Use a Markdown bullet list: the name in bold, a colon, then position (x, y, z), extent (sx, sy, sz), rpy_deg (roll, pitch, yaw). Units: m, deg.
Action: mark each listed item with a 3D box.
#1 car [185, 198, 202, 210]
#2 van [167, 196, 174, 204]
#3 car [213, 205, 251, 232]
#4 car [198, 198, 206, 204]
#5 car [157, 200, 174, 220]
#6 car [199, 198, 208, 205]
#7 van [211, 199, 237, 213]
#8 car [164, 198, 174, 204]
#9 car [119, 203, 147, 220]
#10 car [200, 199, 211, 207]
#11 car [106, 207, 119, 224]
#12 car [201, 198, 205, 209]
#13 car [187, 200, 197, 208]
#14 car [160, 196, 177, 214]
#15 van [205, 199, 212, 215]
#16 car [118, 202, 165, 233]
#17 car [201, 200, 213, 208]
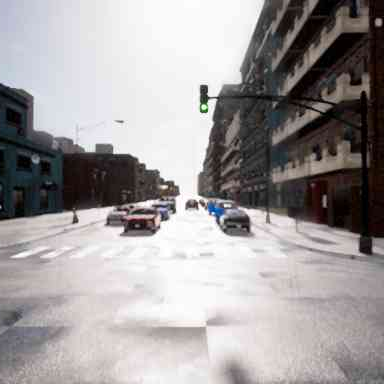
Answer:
- **car**: position (0.002, 1.808, 51.187), extent (2.097, 1.767, 4.553), rpy_deg (0, 0, 0)
- **van**: position (-5.670, 2.091, 88.243), extent (1.690, 1.788, 3.998), rpy_deg (1, 0, 0)
- **car**: position (2.702, 1.747, 21.316), extent (2.008, 1.369, 4.403), rpy_deg (1, -1, 0)
- **car**: position (2.706, 2.301, 88.282), extent (2.008, 1.369, 4.403), rpy_deg (1, 0, 0)
- **car**: position (-3.085, 1.762, 31.283), extent (1.882, 1.535, 5.008), rpy_deg (0, 0, 0)
- **car**: position (2.706, 2.209, 77.121), extent (1.887, 1.381, 4.507), rpy_deg (1, 0, 0)
- **van**: position (2.705, 1.587, 26.897), extent (1.690, 1.788, 3.998), rpy_deg (1, -1, 0)
- **car**: position (-5.675, 2.273, 82.660), extent (1.947, 1.339, 4.313), rpy_deg (1, 0, 0)
- **car**: position (-5.678, 1.840, 32.441), extent (1.887, 1.381, 4.507), rpy_deg (1, -1, 0)
- **car**: position (2.705, 2.142, 65.959), extent (1.947, 1.339, 4.313), rpy_deg (1, 0, 0)
- **car**: position (-5.679, 1.827, 26.860), extent (1.802, 1.307, 4.206), rpy_deg (1, -1, 0)
- **car**: position (2.704, 1.966, 49.387), extent (1.752, 1.417, 4.829), rpy_deg (1, 0, 0)
- **car**: position (0.001, 2.140, 61.251), extent (1.895, 1.301, 4.718), rpy_deg (0, 0, 0)
- **car**: position (-3.083, 1.599, 41.970), extent (2.150, 2.045, 5.566), rpy_deg (0, 0, 0)
- **van**: position (2.706, 1.685, 38.059), extent (1.690, 1.788, 3.998), rpy_deg (1, 0, 0)
- **car**: position (-3.088, 1.674, 21.370), extent (1.882, 1.535, 5.008), rpy_deg (0, -1, 0)
- **car**: position (2.704, 2.097, 60.379), extent (1.947, 1.339, 4.313), rpy_deg (1, 0, 0)
